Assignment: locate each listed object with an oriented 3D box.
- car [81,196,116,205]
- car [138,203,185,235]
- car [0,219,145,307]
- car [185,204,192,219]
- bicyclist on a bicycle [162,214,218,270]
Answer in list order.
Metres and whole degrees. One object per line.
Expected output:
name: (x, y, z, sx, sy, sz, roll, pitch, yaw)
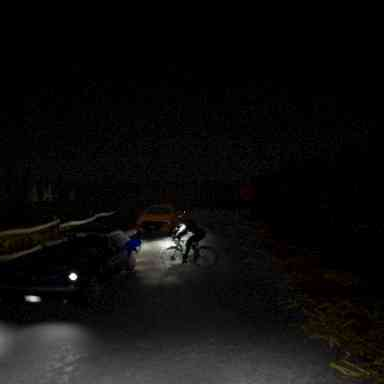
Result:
car: (-12.331, 1.349, 43.956, 4.553, 1.767, 2.097, 0, 0, 7)
car: (-1.771, 1.477, 19.033, 1.882, 1.535, 5.008, 0, 0, 5)
car: (-2.675, 1.600, 8.152, 1.895, 1.301, 4.718, 0, 0, 5)
car: (-1.069, 1.599, 26.727, 1.895, 1.301, 4.718, 0, 0, 5)
bicyclist on a bicycle: (-0.089, 1.454, 9.622, 1.656, 1.620, 0.582, -2, 0, 5)
